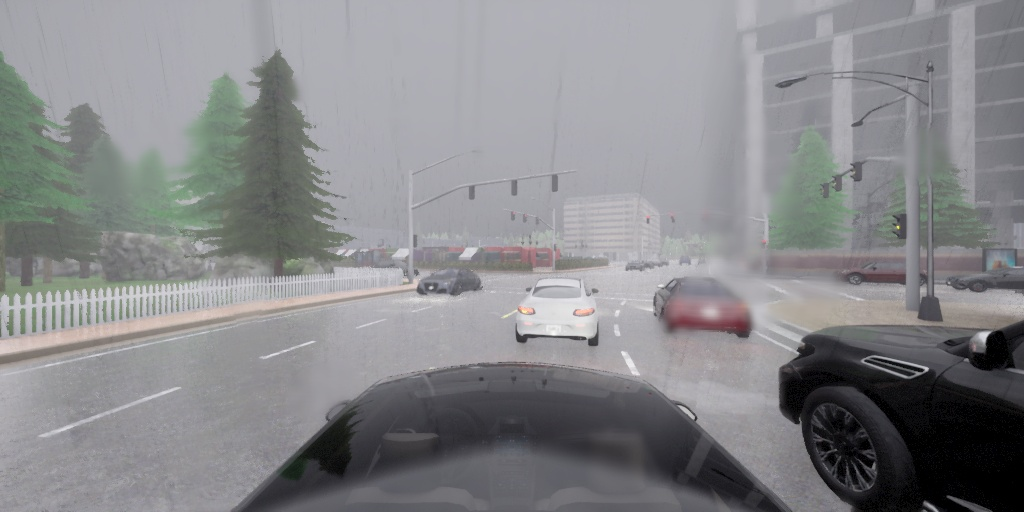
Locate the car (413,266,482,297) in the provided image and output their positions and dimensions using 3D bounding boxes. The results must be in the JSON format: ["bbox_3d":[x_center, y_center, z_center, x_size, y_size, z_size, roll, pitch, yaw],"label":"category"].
[{"bbox_3d":[-3.171,1.311,18.831,1.994,1.385,4.181,0,0,19],"label":"car"}]

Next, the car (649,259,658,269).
[{"bbox_3d":[20.756,1.344,55.397,1.895,1.301,4.718,0,0,29],"label":"car"}]

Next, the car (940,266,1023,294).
[{"bbox_3d":[27.983,1.329,20.154,4.674,1.442,1.812,0,0,29],"label":"car"}]

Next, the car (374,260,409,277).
[{"bbox_3d":[-10.931,1.154,33.933,4.553,1.767,2.097,0,0,30],"label":"car"}]

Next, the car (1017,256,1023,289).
[{"bbox_3d":[34.233,1.024,20.663,5.566,2.045,2.150,0,0,30],"label":"car"}]

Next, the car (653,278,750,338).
[{"bbox_3d":[5.287,1.313,10.398,1.994,1.385,4.181,0,0,17],"label":"car"}]

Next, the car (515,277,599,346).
[{"bbox_3d":[1.267,1.275,9.387,1.812,1.442,4.674,0,0,11],"label":"car"}]

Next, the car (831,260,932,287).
[{"bbox_3d":[25.891,1.154,25.386,4.553,1.767,2.097,0,0,29],"label":"car"}]

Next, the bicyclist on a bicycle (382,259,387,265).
[{"bbox_3d":[-15.776,1.253,44.233,0.582,1.620,1.656,0,0,-23],"label":"bicyclist on a bicycle"}]

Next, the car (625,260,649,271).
[{"bbox_3d":[16.436,1.308,47.656,1.994,1.385,4.181,0,0,29],"label":"car"}]

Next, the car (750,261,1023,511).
[{"bbox_3d":[3.736,0.972,1.168,2.150,2.045,5.566,0,0,0],"label":"car"}]
